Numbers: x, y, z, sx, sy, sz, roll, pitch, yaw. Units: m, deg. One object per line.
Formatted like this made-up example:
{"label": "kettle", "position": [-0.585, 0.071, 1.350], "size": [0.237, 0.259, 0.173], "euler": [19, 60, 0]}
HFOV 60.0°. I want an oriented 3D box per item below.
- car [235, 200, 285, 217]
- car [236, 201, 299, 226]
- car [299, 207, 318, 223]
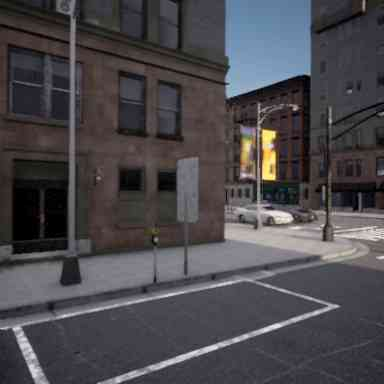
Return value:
{"label": "car", "position": [6.852, 1.619, 33.815], "size": [1.882, 1.535, 5.008], "euler": [1, 0, -36]}
{"label": "car", "position": [5.221, 1.639, 24.581], "size": [1.812, 1.442, 4.674], "euler": [1, 0, -36]}
{"label": "car", "position": [7.852, 1.703, 26.493], "size": [1.994, 1.385, 4.181], "euler": [1, 0, -36]}
